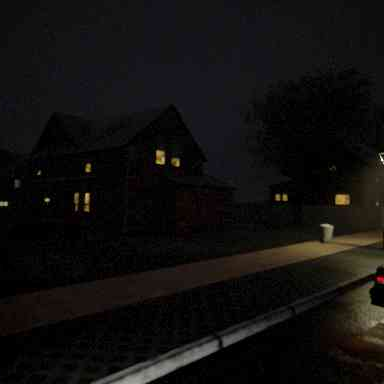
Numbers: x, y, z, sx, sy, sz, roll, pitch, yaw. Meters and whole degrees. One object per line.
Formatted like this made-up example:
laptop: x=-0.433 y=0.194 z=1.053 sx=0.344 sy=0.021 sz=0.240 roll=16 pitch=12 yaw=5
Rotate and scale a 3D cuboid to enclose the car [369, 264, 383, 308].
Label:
car: x=5.595 y=1.632 z=7.065 sx=5.357 sy=1.411 sz=2.033 roll=1 pitch=-1 yaw=-42
